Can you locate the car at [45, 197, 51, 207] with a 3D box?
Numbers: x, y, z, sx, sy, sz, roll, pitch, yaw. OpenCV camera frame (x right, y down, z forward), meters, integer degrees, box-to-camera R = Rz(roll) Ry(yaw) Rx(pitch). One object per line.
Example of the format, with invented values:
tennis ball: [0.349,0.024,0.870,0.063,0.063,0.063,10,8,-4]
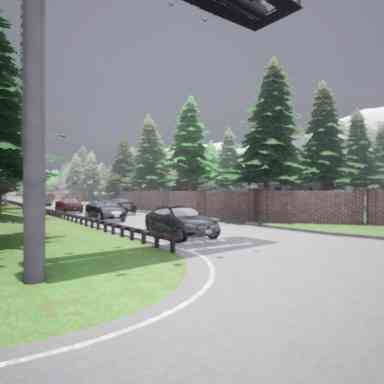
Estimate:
car: [-20.821,1.388,46.193,1.994,1.385,4.181,0,0,-33]

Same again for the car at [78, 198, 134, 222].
car: [-6.330,1.314,24.057,2.128,1.511,4.902,0,0,-33]

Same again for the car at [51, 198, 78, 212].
car: [-12.218,1.300,32.991,1.882,1.535,5.008,0,0,-33]

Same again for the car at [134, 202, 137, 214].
car: [-6.920,1.313,31.672,2.128,1.511,4.902,0,0,-33]

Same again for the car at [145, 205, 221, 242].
car: [-0.610,1.348,15.389,1.812,1.442,4.674,0,0,-33]
